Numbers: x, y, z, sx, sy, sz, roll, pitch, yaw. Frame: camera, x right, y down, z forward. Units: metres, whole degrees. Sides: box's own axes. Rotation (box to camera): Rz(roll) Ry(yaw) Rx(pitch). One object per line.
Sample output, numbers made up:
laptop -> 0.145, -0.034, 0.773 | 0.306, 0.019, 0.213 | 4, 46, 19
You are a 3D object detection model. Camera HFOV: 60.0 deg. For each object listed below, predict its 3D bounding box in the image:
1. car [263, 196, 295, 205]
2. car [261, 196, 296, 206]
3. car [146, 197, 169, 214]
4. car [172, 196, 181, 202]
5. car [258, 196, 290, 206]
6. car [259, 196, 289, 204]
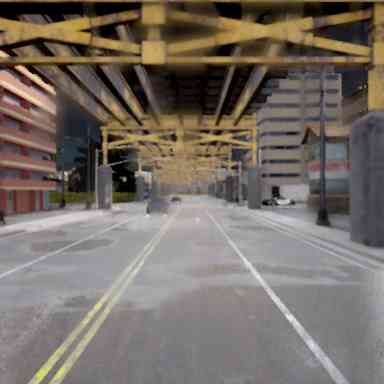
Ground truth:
car -> 13.310, 1.287, 50.960 | 4.536, 1.218, 1.853 | 0, 0, -20
car -> 13.262, 1.445, 50.943 | 4.974, 1.542, 2.038 | 0, 0, -20
car -> -3.566, 1.389, 35.175 | 2.097, 1.767, 4.553 | 0, 0, 0
car -> -3.501, 1.523, 73.456 | 1.895, 1.301, 4.718 | 0, 0, 0
car -> 13.588, 1.433, 55.102 | 4.974, 1.542, 2.038 | 0, 0, 25
car -> 13.635, 1.275, 55.079 | 4.536, 1.218, 1.853 | 0, 0, 25
